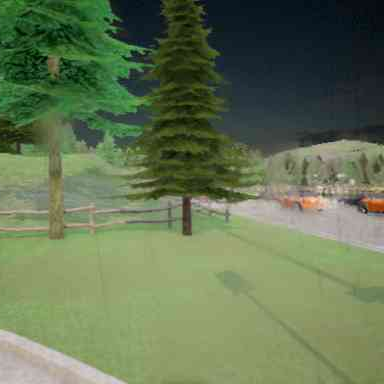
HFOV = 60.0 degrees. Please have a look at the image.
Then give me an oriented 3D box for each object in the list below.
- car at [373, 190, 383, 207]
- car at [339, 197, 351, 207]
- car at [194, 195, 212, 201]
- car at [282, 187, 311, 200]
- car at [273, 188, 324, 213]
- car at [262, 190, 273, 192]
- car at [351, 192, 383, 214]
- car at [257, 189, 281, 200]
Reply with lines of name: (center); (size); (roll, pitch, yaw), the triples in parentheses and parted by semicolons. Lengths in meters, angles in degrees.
car: (19.022, 0.637, 30.299); (1.837, 1.490, 4.892); (-1, 1, -11)
car: (15.484, 0.784, 30.173); (1.895, 1.301, 4.718); (-1, 1, -11)
car: (1.619, 0.397, 46.653); (2.097, 1.767, 4.553); (-1, 1, -11)
car: (15.375, 0.159, 49.246); (2.097, 1.767, 4.553); (-1, 1, -11)
car: (8.864, 0.678, 27.509); (2.097, 1.767, 4.553); (-1, 1, -11)
car: (9.578, 0.570, 42.344); (2.033, 1.411, 5.357); (-1, 1, -11)
car: (13.392, 0.716, 22.500); (2.097, 1.767, 4.553); (-1, 1, -11)
car: (11.609, 0.363, 50.313); (1.812, 1.442, 4.674); (-1, 1, -11)
